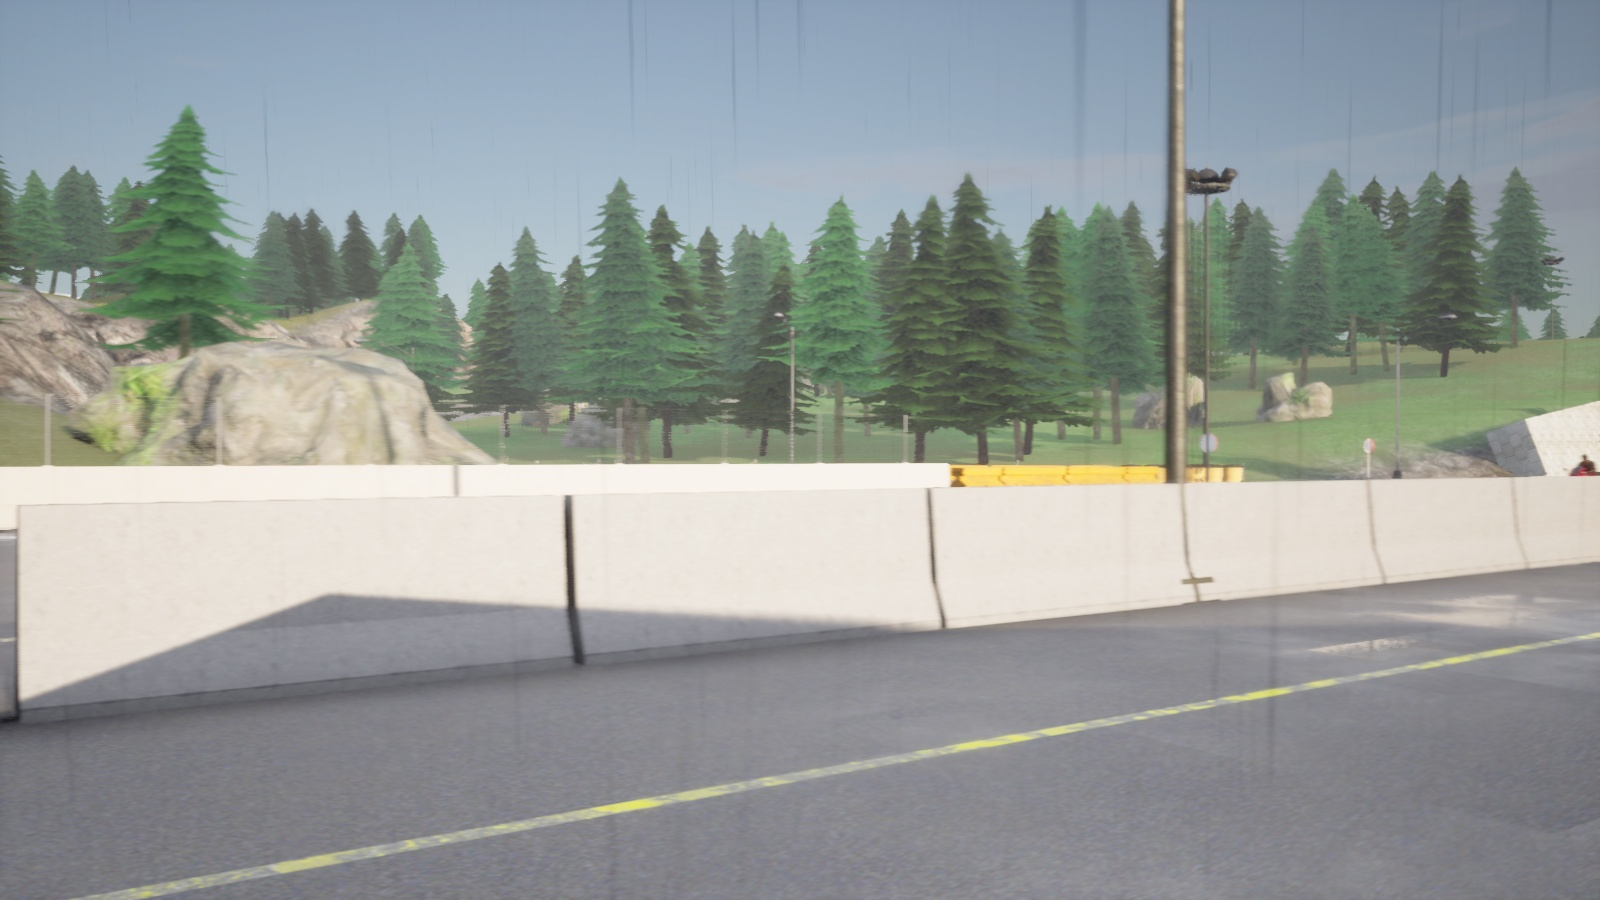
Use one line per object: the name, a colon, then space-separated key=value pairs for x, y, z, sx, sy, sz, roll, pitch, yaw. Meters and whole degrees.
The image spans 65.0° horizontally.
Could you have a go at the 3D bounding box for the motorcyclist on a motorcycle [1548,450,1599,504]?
motorcyclist on a motorcycle: x=22.633 y=0.772 z=36.470 sx=2.044 sy=1.523 sz=0.797 roll=0 pitch=0 yaw=-35
